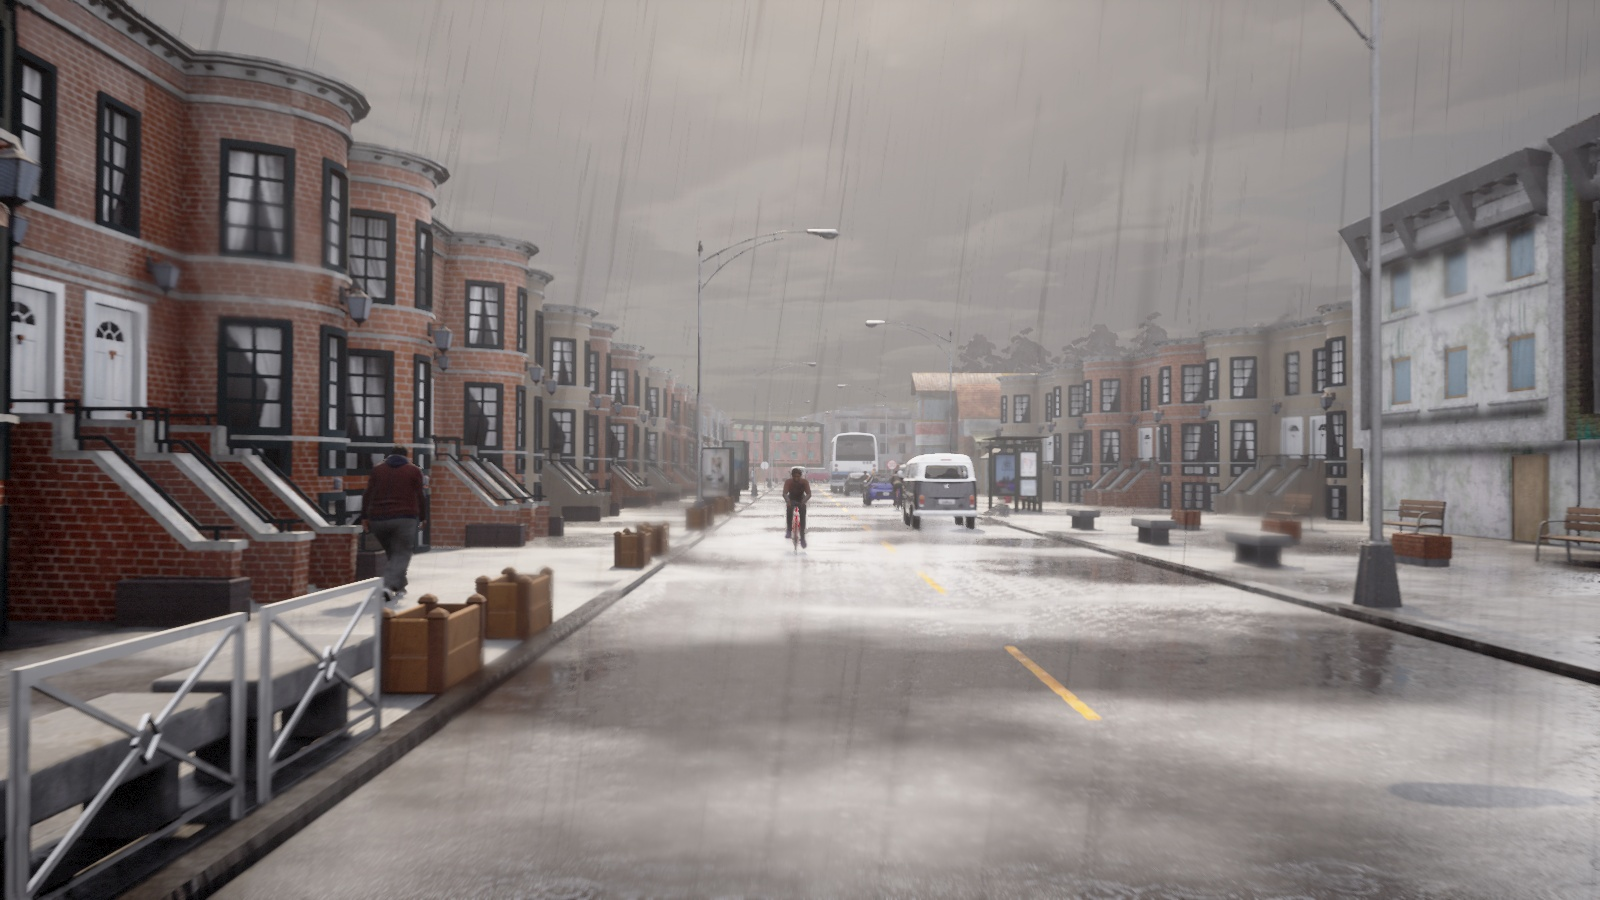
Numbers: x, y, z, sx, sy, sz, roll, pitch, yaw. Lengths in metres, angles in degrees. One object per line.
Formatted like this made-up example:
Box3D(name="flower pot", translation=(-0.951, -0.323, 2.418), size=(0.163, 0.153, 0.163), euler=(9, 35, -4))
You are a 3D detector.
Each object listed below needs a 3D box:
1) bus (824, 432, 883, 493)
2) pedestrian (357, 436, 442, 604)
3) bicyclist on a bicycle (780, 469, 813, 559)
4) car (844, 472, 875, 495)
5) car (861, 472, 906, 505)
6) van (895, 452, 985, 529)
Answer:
Box3D(name="bus", translation=(3.865, 0.977, 92.859), size=(3.944, 4.253, 10.273), euler=(0, -1, 0))
Box3D(name="pedestrian", translation=(-4.533, 0.781, 14.265), size=(0.634, 1.844, 0.899), euler=(0, -1, 3))
Box3D(name="bicyclist on a bicycle", translation=(-0.059, 1.161, 23.469), size=(0.582, 1.620, 1.656), euler=(0, -1, 0))
Box3D(name="car", translation=(3.890, 2.190, 82.767), size=(1.837, 1.490, 4.892), euler=(0, -1, 0))
Box3D(name="car", translation=(3.909, 1.803, 59.171), size=(1.816, 1.474, 4.193), euler=(0, -1, 0))
Box3D(name="van", translation=(3.928, 1.123, 35.889), size=(2.069, 2.038, 4.480), euler=(0, -1, 0))
